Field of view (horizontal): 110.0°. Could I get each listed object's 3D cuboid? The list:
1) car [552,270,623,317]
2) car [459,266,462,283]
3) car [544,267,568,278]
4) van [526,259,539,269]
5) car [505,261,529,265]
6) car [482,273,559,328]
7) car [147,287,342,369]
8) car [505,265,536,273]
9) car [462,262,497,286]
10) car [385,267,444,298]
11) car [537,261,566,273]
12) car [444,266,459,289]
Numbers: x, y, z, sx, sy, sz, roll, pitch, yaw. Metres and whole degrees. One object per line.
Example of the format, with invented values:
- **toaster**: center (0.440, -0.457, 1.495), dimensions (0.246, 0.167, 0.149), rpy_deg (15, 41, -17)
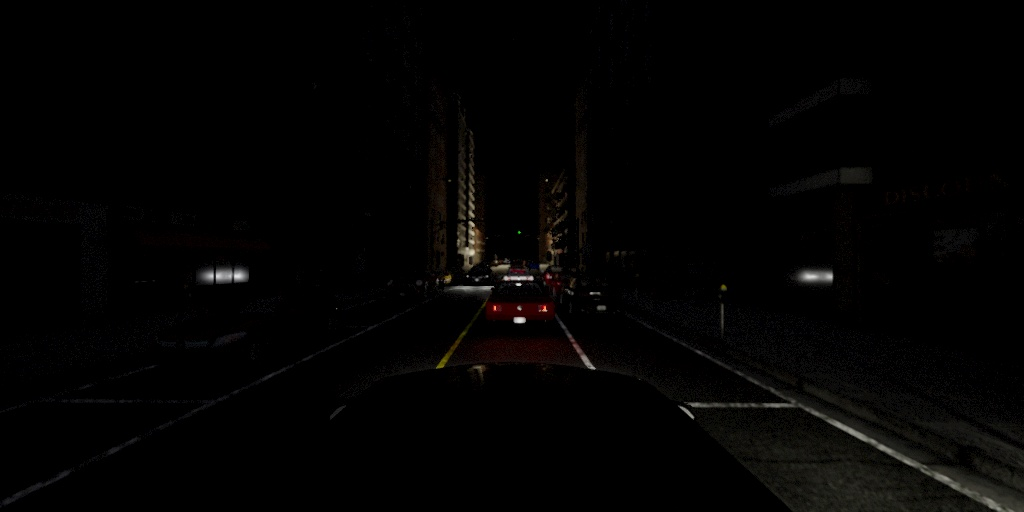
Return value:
- **car**: center (2.800, 1.375, 13.243), dimensions (2.007, 1.370, 4.403), rpy_deg (0, 0, 1)
- **car**: center (-4.962, 1.480, 29.916), dimensions (2.007, 1.370, 4.403), rpy_deg (0, 0, 1)
- **car**: center (2.887, 1.442, 18.761), dimensions (1.802, 1.307, 4.207), rpy_deg (0, 0, 1)
- **van**: center (3.491, 1.445, 56.875), dimensions (1.690, 1.789, 3.998), rpy_deg (0, 0, 1)
- **car**: center (0.515, 1.501, 36.762), dimensions (1.812, 1.442, 4.674), rpy_deg (0, 0, 1)
- **car**: center (0.240, 1.415, 11.651), dimensions (1.895, 1.301, 4.718), rpy_deg (0, 0, 1)
- **car**: center (-5.312, 1.370, 7.845), dimensions (1.802, 1.307, 4.207), rpy_deg (0, 0, 1)
- **car**: center (0.448, 1.500, 24.831), dimensions (1.895, 1.301, 4.718), rpy_deg (0, 0, 1)
- **car**: center (-2.418, 1.441, 27.582), dimensions (1.812, 1.442, 4.674), rpy_deg (0, -1, 1)
- **car**: center (-5.137, 1.299, 18.881), dimensions (1.967, 1.591, 4.097), rpy_deg (0, 0, 1)
- **car**: center (2.974, 1.336, 24.279), dimensions (1.967, 1.591, 4.097), rpy_deg (0, 0, 1)
- **car**: center (-5.052, 1.420, 24.228), dimensions (1.751, 1.417, 4.829), rpy_deg (0, 0, 1)
